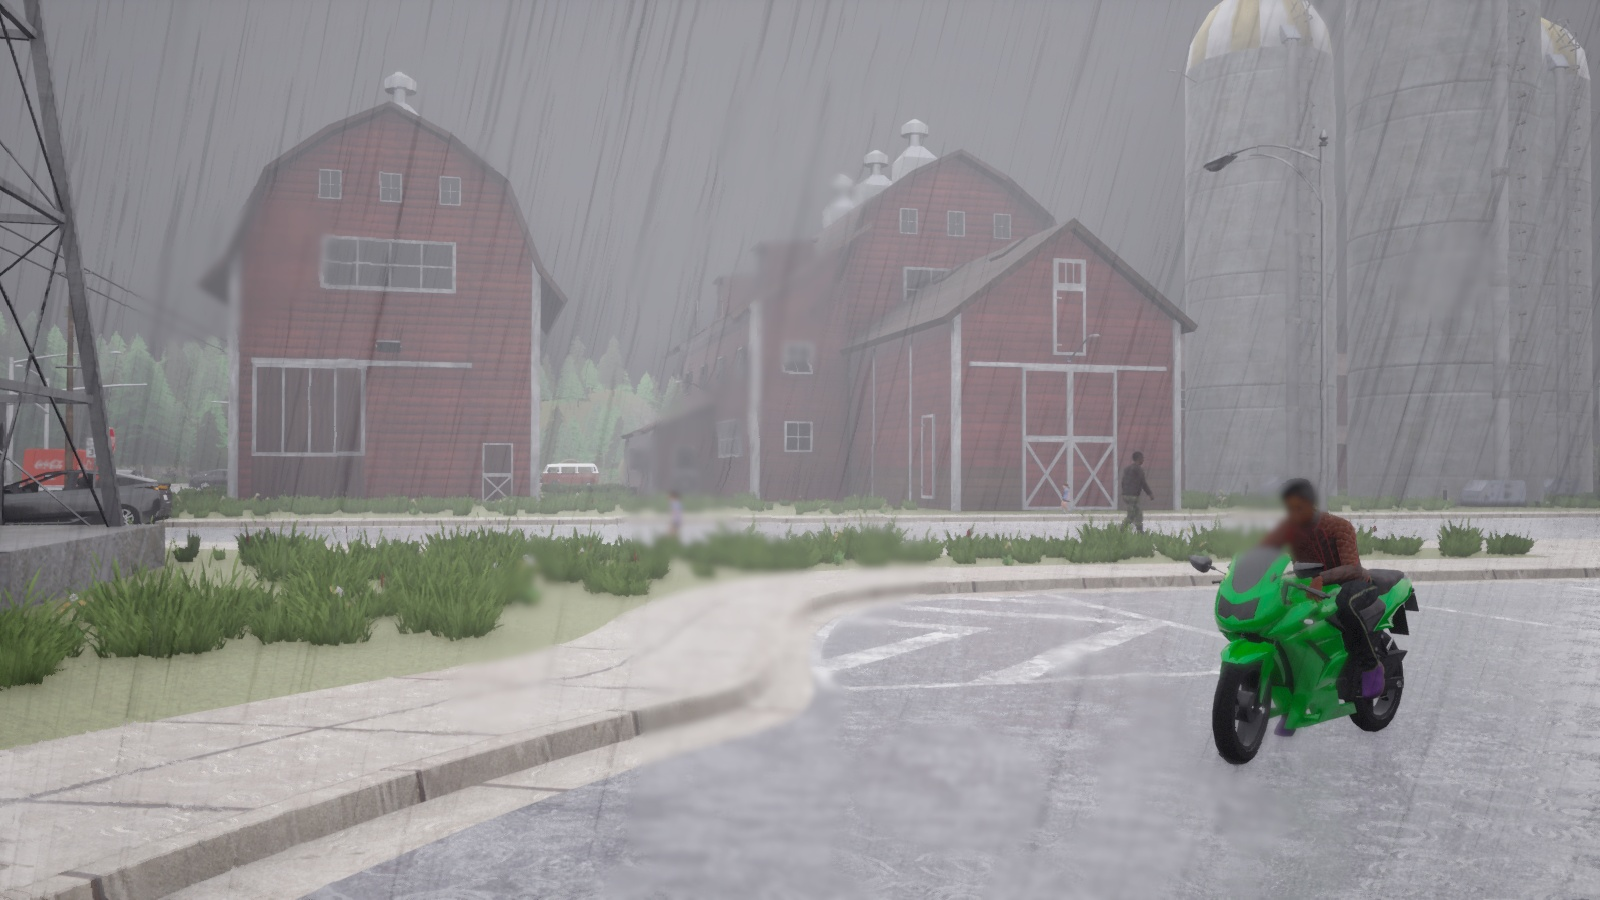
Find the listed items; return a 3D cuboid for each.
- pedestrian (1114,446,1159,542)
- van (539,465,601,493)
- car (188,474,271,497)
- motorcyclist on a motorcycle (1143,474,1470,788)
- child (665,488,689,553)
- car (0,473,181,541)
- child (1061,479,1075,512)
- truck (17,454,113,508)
[{"bbox_3d":[6.517,0.852,24.352,0.703,1.840,0.431,0,-1,-14],"label":"pedestrian"},{"bbox_3d":[-17.421,2.174,95.091,4.480,2.038,2.069,0,-1,-15],"label":"van"},{"bbox_3d":[-38.900,2.389,85.722,4.892,1.490,1.837,0,-1,-15],"label":"car"},{"bbox_3d":[2.901,0.904,7.094,2.044,1.523,0.797,1,-1,-39],"label":"motorcyclist on a motorcycle"},{"bbox_3d":[-2.149,1.225,21.903,0.394,1.110,0.255,0,-1,1],"label":"child"},{"bbox_3d":[-17.472,1.334,29.985,4.514,1.525,2.007,0,-1,-15],"label":"car"},{"bbox_3d":[8.988,1.520,42.157,0.394,1.110,0.255,0,-1,-16],"label":"child"},{"bbox_3d":[-35.317,1.483,60.529,2.627,2.467,5.204,0,-1,-14],"label":"truck"}]
